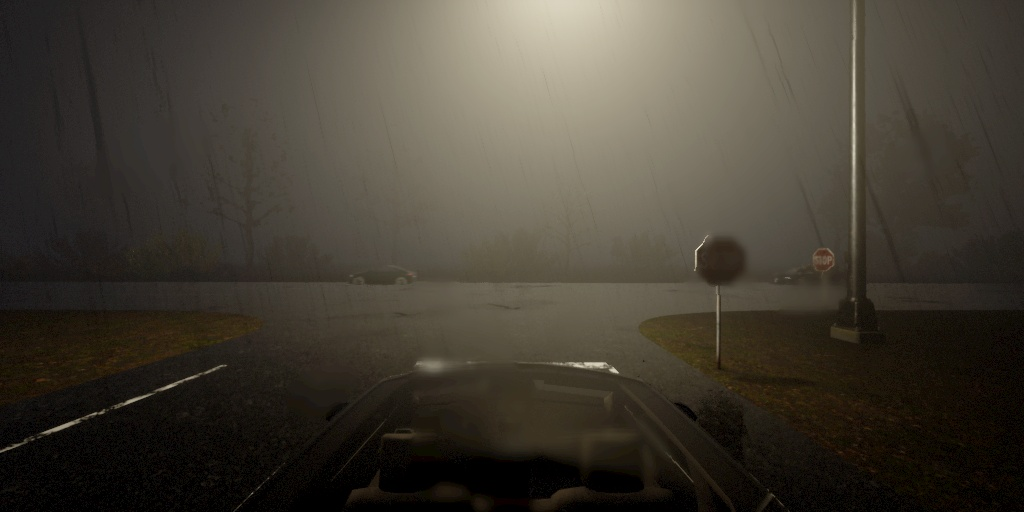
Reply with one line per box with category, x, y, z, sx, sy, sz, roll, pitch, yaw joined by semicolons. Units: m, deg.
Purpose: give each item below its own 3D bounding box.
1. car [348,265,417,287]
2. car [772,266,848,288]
car;-8.345;1.293;23.352;4.181;1.385;1.994;0;0;-1
car;20.154;1.401;24.047;4.892;1.490;1.837;0;0;-2
